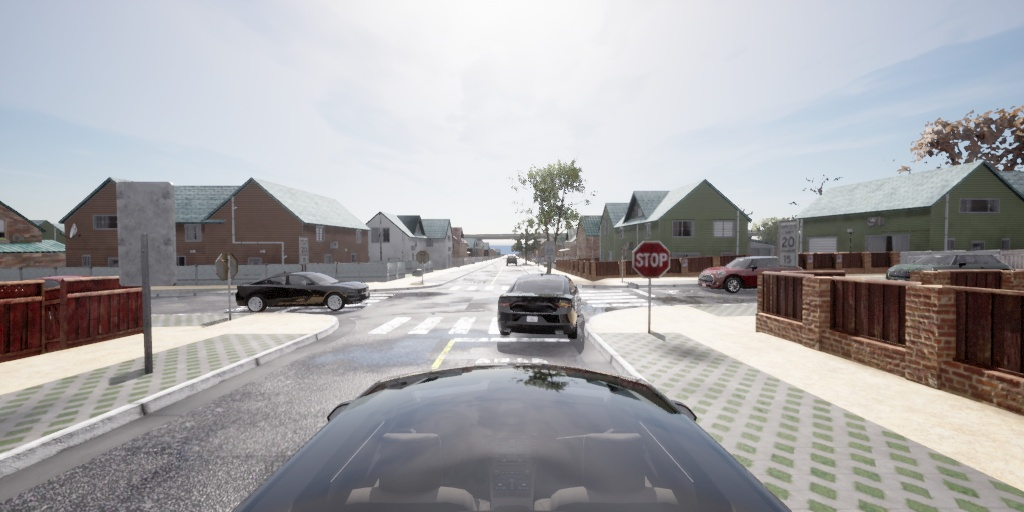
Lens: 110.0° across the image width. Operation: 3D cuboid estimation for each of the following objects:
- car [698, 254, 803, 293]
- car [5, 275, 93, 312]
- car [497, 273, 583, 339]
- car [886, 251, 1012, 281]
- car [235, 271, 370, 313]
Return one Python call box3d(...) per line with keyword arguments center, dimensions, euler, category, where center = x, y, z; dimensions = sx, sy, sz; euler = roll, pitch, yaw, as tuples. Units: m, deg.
box3d(center=(11.796, 0.820, 17.849), dimensions=(4.553, 1.767, 2.097), euler=(-1, 2, 0), category="car")
box3d(center=(-18.030, 1.546, 14.683), dimensions=(5.008, 1.535, 1.882), euler=(-1, 2, 0), category="car")
box3d(center=(0.953, 1.224, 10.232), dimensions=(1.882, 1.535, 5.008), euler=(0, 0, 12), category="car")
box3d(center=(21.691, 0.646, 17.926), dimensions=(4.553, 1.767, 2.097), euler=(-1, 2, 0), category="car")
box3d(center=(-8.477, 1.376, 14.752), dimensions=(5.008, 1.535, 1.882), euler=(-1, 2, 0), category="car")
